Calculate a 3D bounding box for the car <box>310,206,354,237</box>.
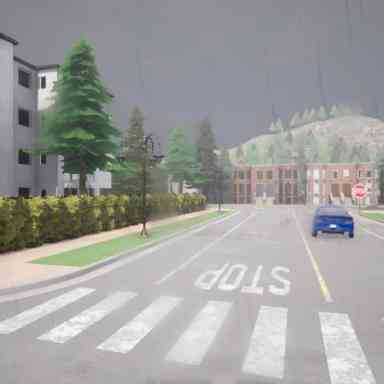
[{"bbox_3d":[7.485,1.482,18.026,1.882,1.535,5.008,1,0,19],"label":"car"}]
